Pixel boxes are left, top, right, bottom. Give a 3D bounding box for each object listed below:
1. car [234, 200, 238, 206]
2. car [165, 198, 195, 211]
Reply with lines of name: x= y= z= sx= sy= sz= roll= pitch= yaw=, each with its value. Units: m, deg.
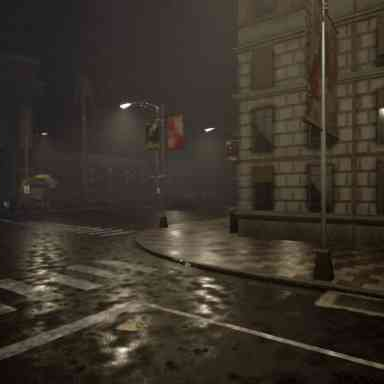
car: x=8.733 y=1.490 z=52.590 sx=4.902 sy=1.511 sz=2.128 roll=0 pitch=0 yaw=-41
car: x=-1.442 y=1.525 z=40.576 sx=1.812 sy=1.442 sz=4.674 roll=0 pitch=0 yaw=37
